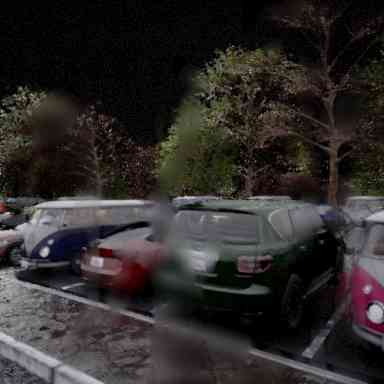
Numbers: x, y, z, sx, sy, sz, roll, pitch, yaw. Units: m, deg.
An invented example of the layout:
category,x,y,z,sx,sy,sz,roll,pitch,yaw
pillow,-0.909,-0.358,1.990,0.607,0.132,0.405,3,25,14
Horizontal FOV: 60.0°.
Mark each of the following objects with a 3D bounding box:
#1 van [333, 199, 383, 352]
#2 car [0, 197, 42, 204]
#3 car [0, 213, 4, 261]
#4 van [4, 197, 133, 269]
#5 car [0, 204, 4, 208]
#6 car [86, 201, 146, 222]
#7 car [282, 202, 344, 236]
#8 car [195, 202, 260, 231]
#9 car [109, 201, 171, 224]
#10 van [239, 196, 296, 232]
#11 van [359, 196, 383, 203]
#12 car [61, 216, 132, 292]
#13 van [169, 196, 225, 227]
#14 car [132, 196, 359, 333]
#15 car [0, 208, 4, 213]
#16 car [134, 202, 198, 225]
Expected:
category,x,y,z,sx,sy,sz,roll,pitch,yaw
van,3.825,1.220,5.367,1.878,1.987,4.442,0,0,36
car,-17.617,1.519,36.992,2.435,2.045,5.566,-1,-1,36
car,-5.117,1.543,11.919,2.002,1.452,4.674,-1,0,36
van,-2.932,1.248,10.207,1.878,1.987,4.442,-1,0,36
car,-11.886,1.590,16.771,2.097,1.535,5.008,-1,0,36
car,-6.479,1.618,28.974,2.097,1.535,5.008,-1,0,36
car,7.141,1.442,19.231,2.097,1.535,5.008,-1,0,36
car,2.528,1.497,22.302,1.946,1.575,5.366,-1,0,36
car,-4.124,1.587,27.288,2.097,1.535,5.008,-1,0,36
van,4.816,1.245,20.747,1.878,1.987,4.442,-1,0,36
van,9.199,1.204,17.607,1.878,1.987,4.442,0,0,36
car,-0.583,1.474,8.705,2.163,1.488,4.792,0,0,36
van,0.449,1.304,24.162,1.878,1.987,4.442,-1,0,36
car,1.653,1.179,7.102,2.435,2.045,5.566,0,0,36
car,-7.394,1.562,13.510,2.163,1.488,4.792,-1,0,36
car,-1.873,1.560,25.674,2.231,1.521,4.892,-1,0,36
